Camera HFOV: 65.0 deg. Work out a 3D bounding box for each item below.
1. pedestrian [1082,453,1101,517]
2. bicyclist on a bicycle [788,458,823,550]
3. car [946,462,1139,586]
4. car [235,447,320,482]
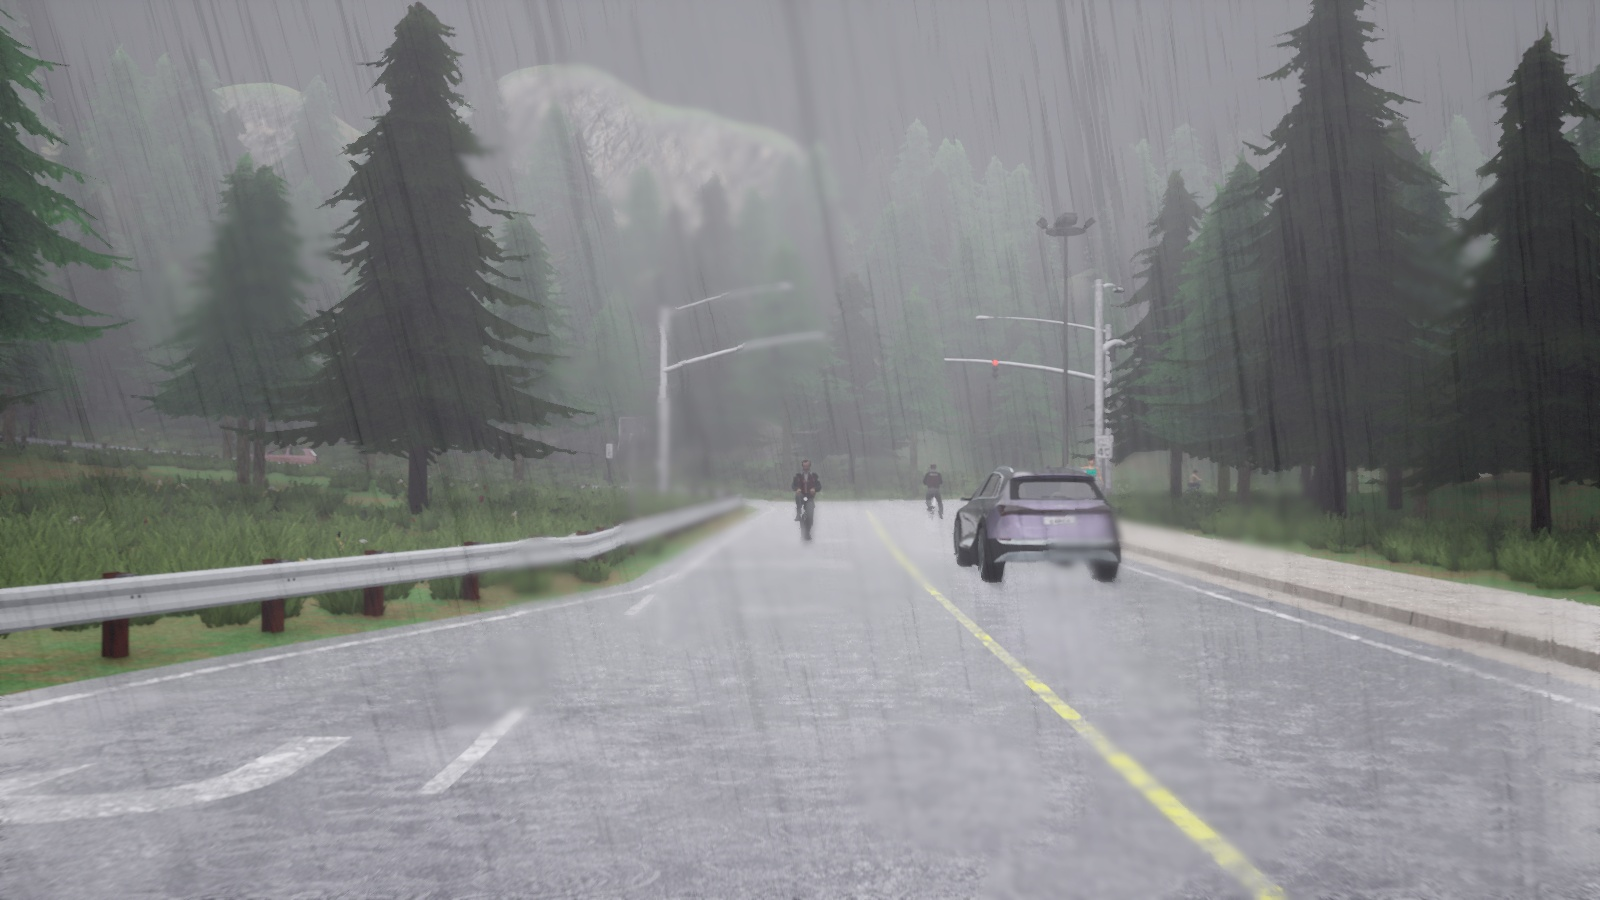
[{"bbox_3d":[8.381,0.995,36.122,0.345,1.836,0.594,0,-1,-3],"label":"pedestrian"},{"bbox_3d":[0.124,1.070,25.265,0.659,1.776,1.843,0,-1,1],"label":"bicyclist on a bicycle"},{"bbox_3d":[3.511,1.022,19.169,2.033,1.649,4.856,0,-1,1],"label":"car"},{"bbox_3d":[-26.527,0.738,63.856,3.633,1.501,1.845,4,-2,-14],"label":"car"}]
